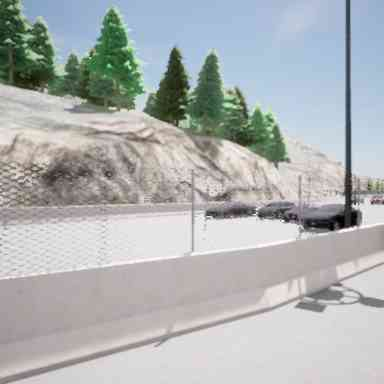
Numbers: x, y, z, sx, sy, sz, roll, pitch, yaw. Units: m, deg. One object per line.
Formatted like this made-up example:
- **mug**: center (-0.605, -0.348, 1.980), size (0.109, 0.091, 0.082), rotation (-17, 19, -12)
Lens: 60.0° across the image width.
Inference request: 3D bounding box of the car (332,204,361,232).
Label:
- **car**: center (8.586, 1.484, 20.135), size (5.008, 1.535, 1.882), rotation (0, 0, -42)
